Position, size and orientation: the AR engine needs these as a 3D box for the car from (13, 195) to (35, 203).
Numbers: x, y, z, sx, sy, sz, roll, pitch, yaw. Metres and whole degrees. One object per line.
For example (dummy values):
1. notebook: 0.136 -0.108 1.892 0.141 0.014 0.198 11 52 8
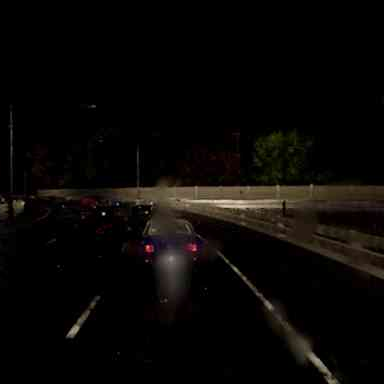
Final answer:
1. car: -36.530 1.702 72.635 2.128 1.511 4.902 0 0 -44

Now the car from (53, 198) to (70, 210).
1. car: -17.924 1.598 45.821 1.837 1.490 4.892 0 0 -25

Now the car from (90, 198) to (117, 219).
1. car: -8.016 1.550 29.916 1.837 1.490 4.892 0 0 -16

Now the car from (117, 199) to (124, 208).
1. car: -11.106 1.630 47.719 1.994 1.385 4.181 0 0 -25

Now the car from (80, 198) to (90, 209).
1. car: -14.630 1.605 47.049 1.812 1.442 4.674 0 0 -25

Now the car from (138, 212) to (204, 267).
1. car: -0.825 1.610 11.544 1.895 1.301 4.718 0 0 -6

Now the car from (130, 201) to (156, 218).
1. car: -4.464 1.523 30.206 2.128 1.511 4.902 0 0 -16
